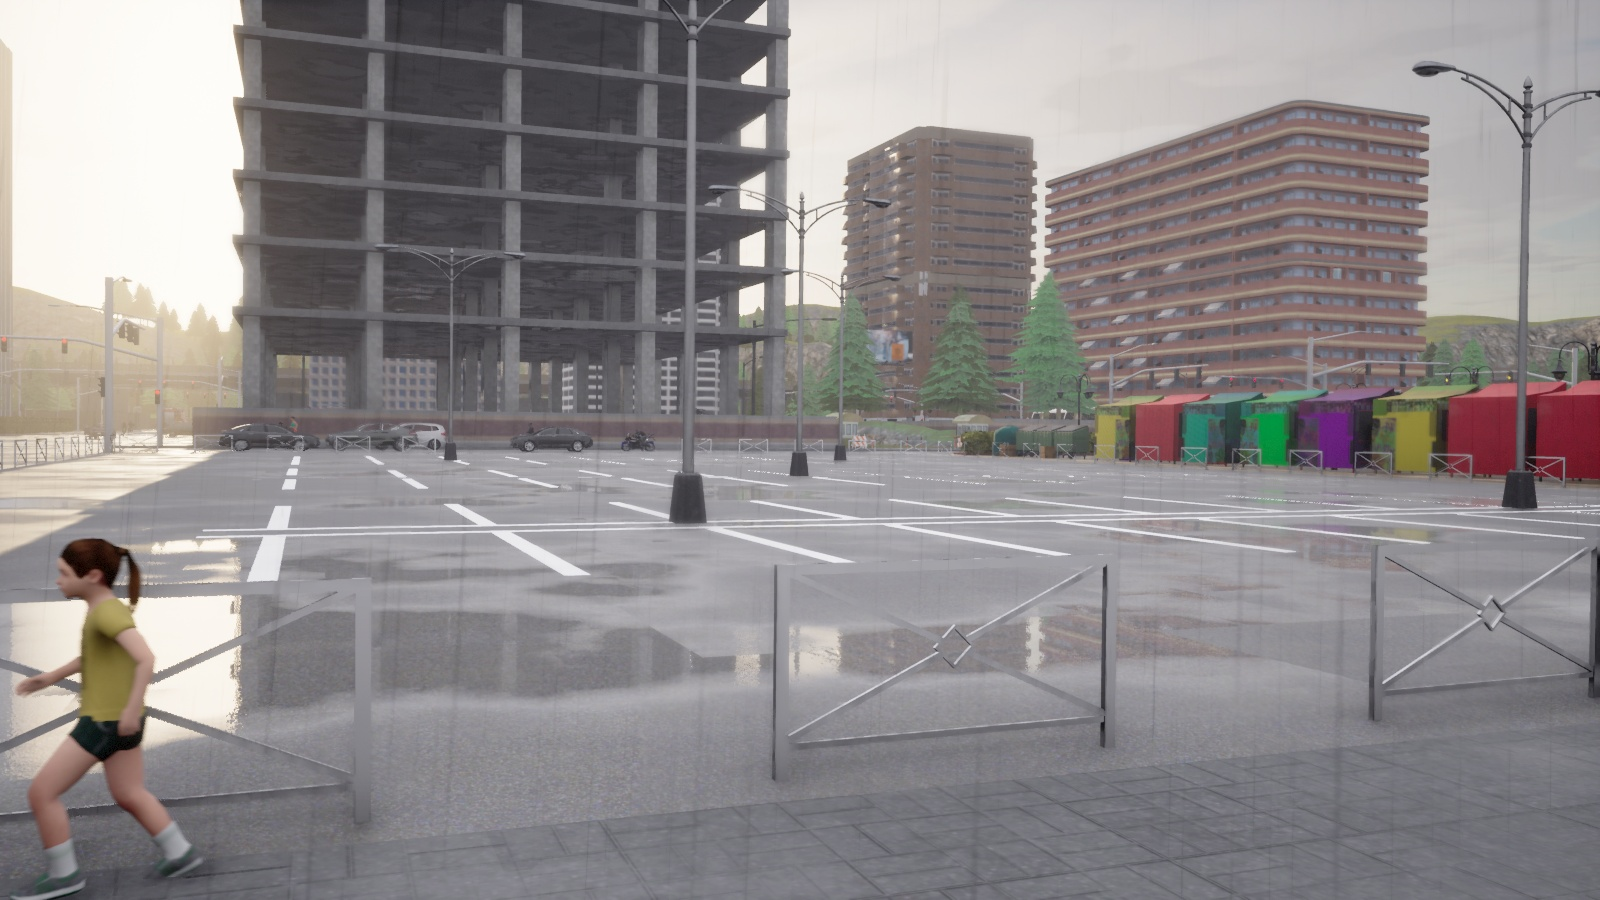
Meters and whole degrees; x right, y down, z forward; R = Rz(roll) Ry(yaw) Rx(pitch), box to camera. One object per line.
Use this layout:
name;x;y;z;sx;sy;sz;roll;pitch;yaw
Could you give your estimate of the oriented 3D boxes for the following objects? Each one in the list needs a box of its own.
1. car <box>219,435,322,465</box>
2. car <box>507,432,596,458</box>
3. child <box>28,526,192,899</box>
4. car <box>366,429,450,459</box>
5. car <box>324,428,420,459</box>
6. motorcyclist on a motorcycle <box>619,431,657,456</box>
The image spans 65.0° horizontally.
car;-27.756;-0.025;65.946;4.892;1.490;1.837;-1;1;-22
car;-14.821;-0.311;74.886;4.892;1.490;1.837;-1;1;-22
child;-2.049;0.798;3.756;0.394;1.110;0.255;-1;1;-25
car;-23.501;-0.382;75.183;4.611;1.667;2.242;-1;1;-22
car;-24.227;-0.374;71.120;5.027;1.651;2.152;-1;1;-22
motorcyclist on a motorcycle;-10.375;-0.419;80.431;2.191;1.530;0.866;-1;1;-22
